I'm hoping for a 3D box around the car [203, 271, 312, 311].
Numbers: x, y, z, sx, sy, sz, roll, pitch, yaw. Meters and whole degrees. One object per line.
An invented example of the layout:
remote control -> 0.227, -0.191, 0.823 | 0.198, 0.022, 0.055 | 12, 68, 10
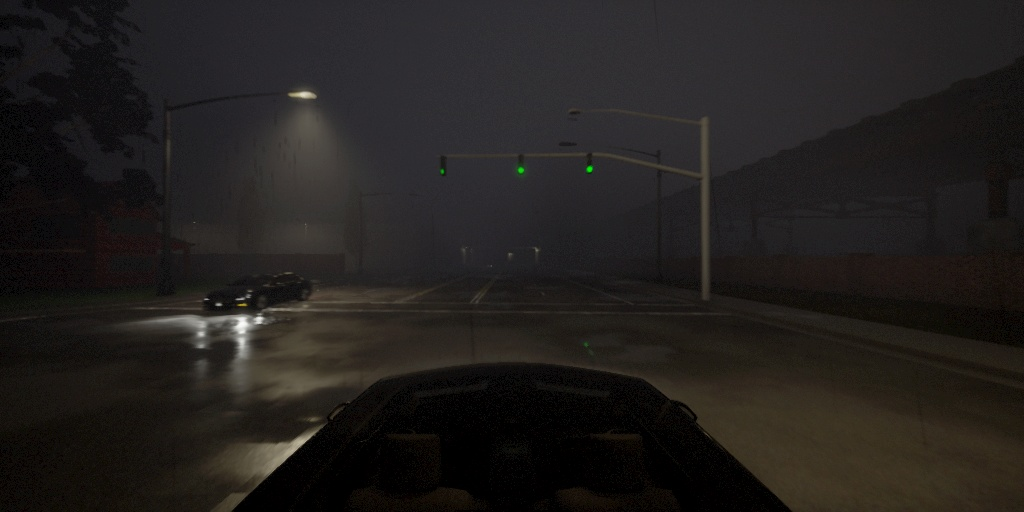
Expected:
car -> -10.492, 1.444, 15.247 | 1.837, 1.490, 4.892 | 0, 1, 0
